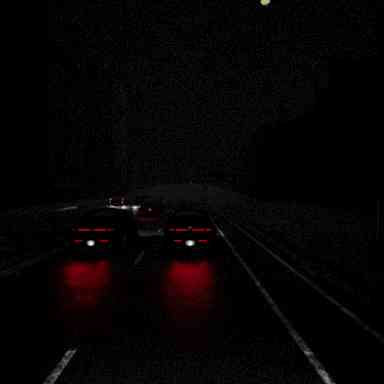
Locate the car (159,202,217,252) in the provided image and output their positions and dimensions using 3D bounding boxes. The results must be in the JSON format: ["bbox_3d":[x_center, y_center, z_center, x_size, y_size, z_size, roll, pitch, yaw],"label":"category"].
[{"bbox_3d":[-0.055,1.385,13.284,1.837,1.490,4.892,0,1,0],"label":"car"}]

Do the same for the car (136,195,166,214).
[{"bbox_3d":[-3.420,1.232,29.489,1.882,1.535,5.008,0,1,0],"label":"car"}]

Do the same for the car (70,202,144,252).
[{"bbox_3d":[-3.305,1.386,13.295,1.837,1.490,4.892,0,1,0],"label":"car"}]

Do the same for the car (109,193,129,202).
[{"bbox_3d":[-10.198,0.921,46.928,2.097,1.767,4.553,0,1,0],"label":"car"}]

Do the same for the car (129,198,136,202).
[{"bbox_3d":[-6.951,1.128,46.062,2.033,1.411,5.357,0,1,0],"label":"car"}]
